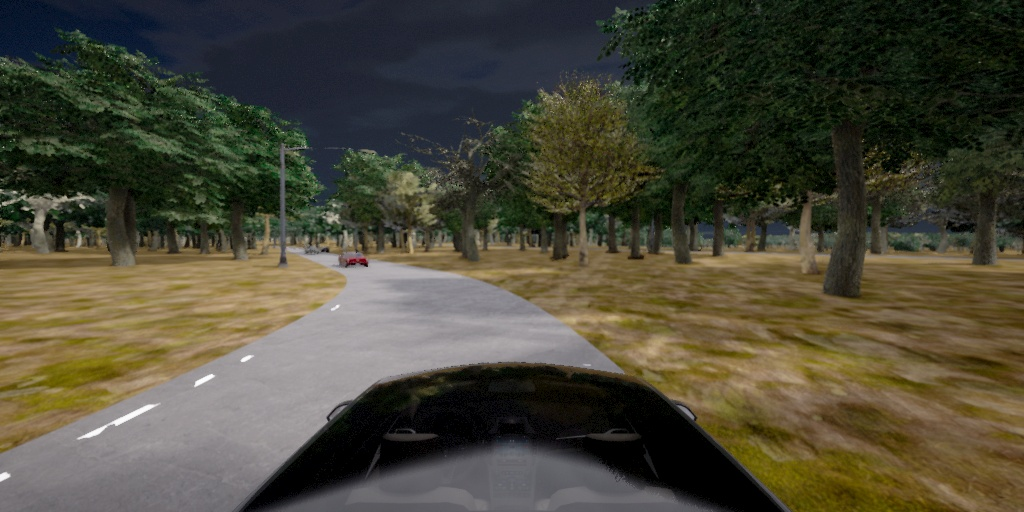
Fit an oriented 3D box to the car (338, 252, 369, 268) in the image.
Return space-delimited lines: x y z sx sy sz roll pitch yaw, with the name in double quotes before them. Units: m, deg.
"car" -14.017 0.339 31.637 1.895 1.301 4.718 -1 2 -34
